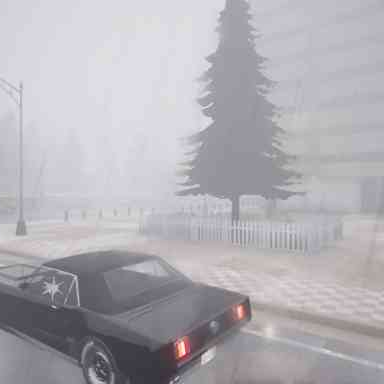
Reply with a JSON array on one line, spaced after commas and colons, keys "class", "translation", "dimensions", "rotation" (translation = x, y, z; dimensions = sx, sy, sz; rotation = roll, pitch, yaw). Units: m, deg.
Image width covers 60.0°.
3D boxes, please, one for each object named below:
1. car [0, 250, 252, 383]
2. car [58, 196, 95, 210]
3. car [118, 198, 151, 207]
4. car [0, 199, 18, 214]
[{"class": "car", "translation": [-1.606, 1.601, 5.153], "dimensions": [4.718, 1.301, 1.895], "rotation": [0, 0, 36]}, {"class": "car", "translation": [-14.600, 1.352, 42.104], "dimensions": [2.097, 1.767, 4.553], "rotation": [0, 0, 36]}, {"class": "car", "translation": [-8.591, 1.547, 50.432], "dimensions": [2.033, 1.411, 5.357], "rotation": [0, 0, 36]}, {"class": "car", "translation": [-20.495, 1.478, 33.927], "dimensions": [1.882, 1.535, 5.008], "rotation": [0, 0, 36]}]
